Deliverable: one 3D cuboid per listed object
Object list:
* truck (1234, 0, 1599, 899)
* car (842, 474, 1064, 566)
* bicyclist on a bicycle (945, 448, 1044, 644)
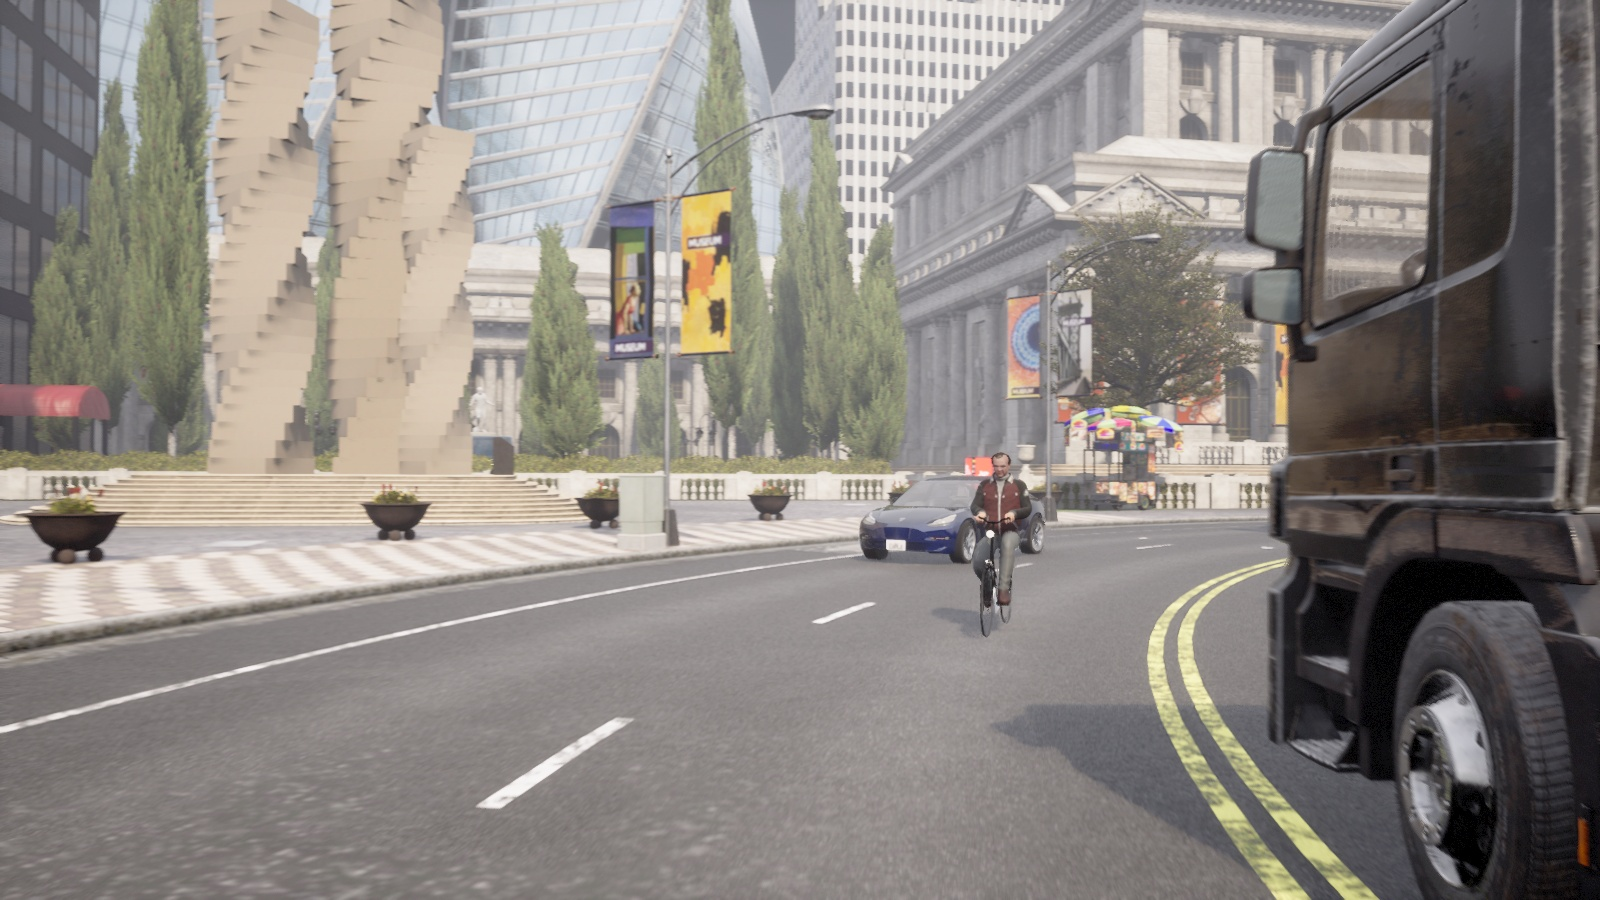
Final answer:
[{"bbox_3d":[3.504,-0.145,1.947,2.891,3.462,7.936,0,-1,0],"label":"truck"},{"bbox_3d":[2.933,1.192,23.046,2.163,1.488,4.792,-1,-1,33],"label":"car"},{"bbox_3d":[1.942,0.887,12.352,0.659,1.776,1.843,0,-1,18],"label":"bicyclist on a bicycle"}]
